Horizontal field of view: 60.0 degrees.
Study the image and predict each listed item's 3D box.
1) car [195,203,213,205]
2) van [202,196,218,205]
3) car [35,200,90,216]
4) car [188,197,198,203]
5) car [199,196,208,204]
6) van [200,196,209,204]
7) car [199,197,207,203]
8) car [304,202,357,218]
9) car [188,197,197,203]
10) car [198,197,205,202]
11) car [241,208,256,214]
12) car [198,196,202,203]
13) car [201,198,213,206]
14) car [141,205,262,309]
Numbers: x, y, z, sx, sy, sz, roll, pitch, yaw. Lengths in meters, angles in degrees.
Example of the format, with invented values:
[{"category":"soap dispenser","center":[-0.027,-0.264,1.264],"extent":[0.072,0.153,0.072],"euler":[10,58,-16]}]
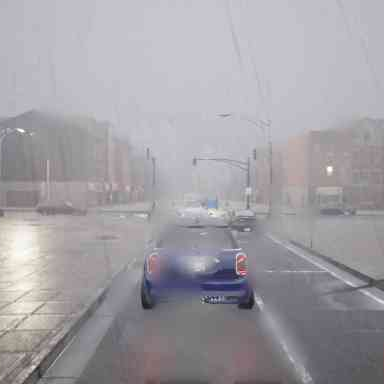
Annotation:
[{"category":"car","center":[0.147,1.546,17.831],"extent":[1.812,1.442,4.674],"euler":[0,0,1]},{"category":"van","center":[2.665,1.474,45.042],"extent":[1.690,1.788,3.998],"euler":[-1,0,0]},{"category":"car","center":[-11.688,1.458,30.150],"extent":[4.674,1.442,1.812],"euler":[1,1,2]},{"category":"car","center":[0.081,1.970,75.923],"extent":[1.895,1.301,4.718],"euler":[0,-1,0]},{"category":"car","center":[2.696,1.824,76.783],"extent":[1.967,1.590,4.097],"euler":[-1,-1,0]},{"category":"van","center":[2.689,1.674,71.494],"extent":[1.690,1.788,3.998],"euler":[-1,-1,0]},{"category":"car","center":[2.704,1.982,82.072],"extent":[1.887,1.381,4.507],"euler":[-1,-1,0]},{"category":"car","center":[13.708,1.722,33.025],"extent":[4.902,1.511,2.128],"euler":[1,1,0]},{"category":"car","center":[0.089,2.003,85.890],"extent":[2.128,1.511,4.902],"euler":[0,-1,0]},{"category":"car","center":[2.715,2.138,92.651],"extent":[1.802,1.307,4.206],"euler":[-2,-1,0]},{"category":"car","center":[2.644,1.572,18.083],"extent":[2.008,1.369,4.403],"euler":[-1,0,0]},{"category":"car","center":[2.674,1.516,55.624],"extent":[2.192,1.841,5.009],"euler":[-1,0,0]},{"category":"car","center":[2.684,1.793,60.911],"extent":[2.008,1.369,4.403],"euler":[-1,-1,0]},{"category":"car","center":[0.106,1.355,8.011],"extent":[2.097,1.767,4.553],"euler":[0,0,0]}]
